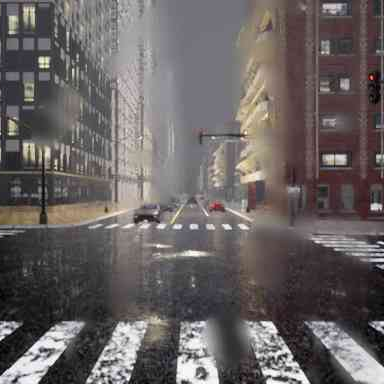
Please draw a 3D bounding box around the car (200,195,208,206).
[{"bbox_3d":[2.687,1.548,50.089,2.008,1.369,4.403,0,0,0],"label":"car"}]

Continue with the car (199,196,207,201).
[{"bbox_3d":[2.683,1.595,83.981,1.802,1.307,4.206,0,0,0],"label":"car"}]

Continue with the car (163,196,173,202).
[{"bbox_3d":[-5.696,1.560,78.331,2.008,1.369,4.403,0,0,0],"label":"car"}]

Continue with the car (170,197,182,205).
[{"bbox_3d":[-3.006,1.615,63.940,2.033,1.411,5.357,0,0,0],"label":"car"}]

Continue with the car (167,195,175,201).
[{"bbox_3d":[-5.698,1.562,89.629,1.887,1.381,4.507,0,0,0],"label":"car"}]

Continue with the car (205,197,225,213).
[{"bbox_3d":[2.739,1.577,37.172,1.802,1.307,4.206,0,0,0],"label":"car"}]

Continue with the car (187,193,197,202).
[{"bbox_3d":[-0.005,1.192,69.743,2.097,1.767,4.553,0,0,0],"label":"car"}]

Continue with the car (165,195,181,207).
[{"bbox_3d":[-3.067,1.503,48.498,1.837,1.490,4.892,0,0,0],"label":"car"}]

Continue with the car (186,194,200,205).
[{"bbox_3d":[-0.004,1.526,59.770,1.812,1.442,4.674,0,0,0],"label":"car"}]

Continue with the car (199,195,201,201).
[{"bbox_3d":[2.687,1.550,55.738,2.008,1.369,4.403,0,0,0],"label":"car"}]

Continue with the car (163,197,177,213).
[{"bbox_3d":[-3.088,1.559,36.859,1.994,1.385,4.181,0,0,1],"label":"car"}]

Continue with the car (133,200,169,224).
[{"bbox_3d":[-3.081,1.540,24.680,2.033,1.411,5.357,0,0,0],"label":"car"}]

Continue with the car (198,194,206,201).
[{"bbox_3d":[2.683,1.457,89.629,1.967,1.590,4.097,0,0,0],"label":"car"}]
